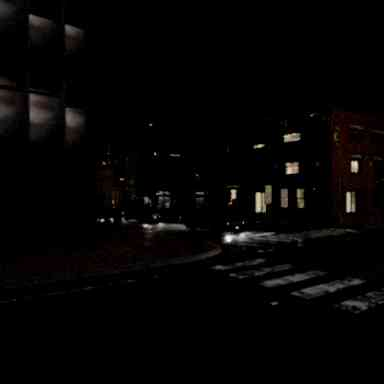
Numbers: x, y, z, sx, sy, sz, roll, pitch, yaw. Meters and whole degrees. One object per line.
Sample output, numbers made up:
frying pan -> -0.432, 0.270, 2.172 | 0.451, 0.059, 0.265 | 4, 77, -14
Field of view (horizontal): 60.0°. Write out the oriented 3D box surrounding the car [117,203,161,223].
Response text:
car -> -4.640, 1.969, 30.612 | 2.128, 1.511, 4.902 | 0, -1, -37

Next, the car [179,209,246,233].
car -> 1.213, 1.873, 22.777 | 2.033, 1.411, 5.357 | 0, -1, -37

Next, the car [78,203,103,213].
car -> -15.441, 2.353, 50.376 | 2.033, 1.411, 5.357 | 0, -1, -36

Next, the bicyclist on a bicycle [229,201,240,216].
bicyclist on a bicycle -> 4.259, 1.674, 33.276 | 1.656, 1.620, 0.582 | -1, 0, -37

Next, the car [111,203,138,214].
car -> -9.631, 2.244, 46.991 | 2.008, 1.369, 4.403 | -2, 0, -37

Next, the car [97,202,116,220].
car -> -9.839, 1.889, 33.053 | 2.192, 1.841, 5.009 | -2, 0, -37
